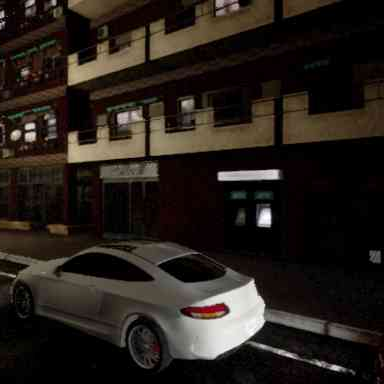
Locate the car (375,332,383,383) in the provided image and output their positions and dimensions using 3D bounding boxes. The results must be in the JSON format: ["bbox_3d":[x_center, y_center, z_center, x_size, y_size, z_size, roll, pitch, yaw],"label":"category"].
[{"bbox_3d":[3.793,1.529,2.055,4.674,1.442,1.812,0,0,36],"label":"car"}]

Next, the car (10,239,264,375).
[{"bbox_3d":[-1.140,1.529,5.564,4.674,1.442,1.812,0,0,35],"label":"car"}]
